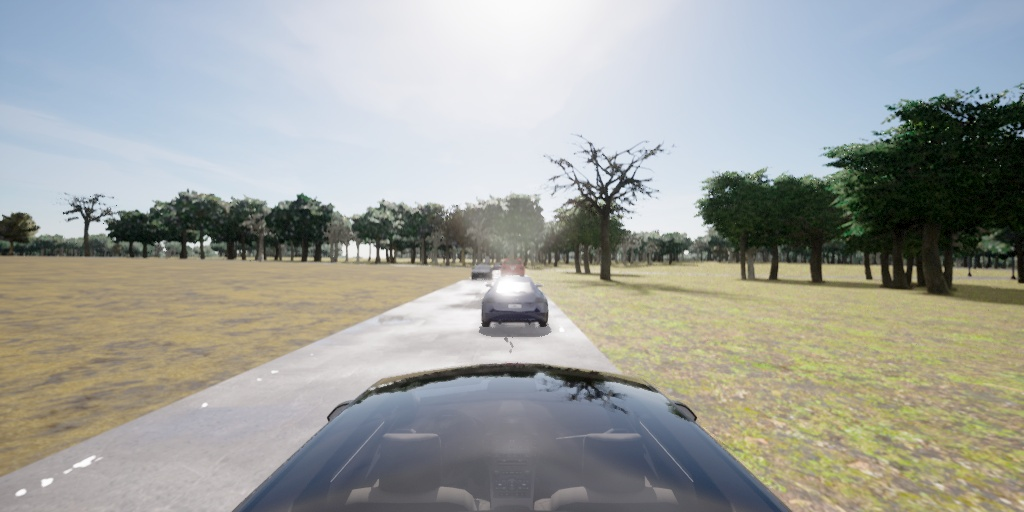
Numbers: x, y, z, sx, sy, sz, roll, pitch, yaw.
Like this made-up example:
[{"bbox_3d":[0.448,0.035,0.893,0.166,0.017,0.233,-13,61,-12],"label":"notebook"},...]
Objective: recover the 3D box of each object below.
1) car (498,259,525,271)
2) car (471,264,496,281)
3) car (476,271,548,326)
[{"bbox_3d":[0.074,1.296,34.335,2.150,2.045,5.566,0,-1,0],"label":"car"},{"bbox_3d":[-2.872,1.564,35.145,1.882,1.535,5.008,0,-1,0],"label":"car"},{"bbox_3d":[0.076,1.374,11.894,1.994,1.385,4.181,0,0,0],"label":"car"}]
